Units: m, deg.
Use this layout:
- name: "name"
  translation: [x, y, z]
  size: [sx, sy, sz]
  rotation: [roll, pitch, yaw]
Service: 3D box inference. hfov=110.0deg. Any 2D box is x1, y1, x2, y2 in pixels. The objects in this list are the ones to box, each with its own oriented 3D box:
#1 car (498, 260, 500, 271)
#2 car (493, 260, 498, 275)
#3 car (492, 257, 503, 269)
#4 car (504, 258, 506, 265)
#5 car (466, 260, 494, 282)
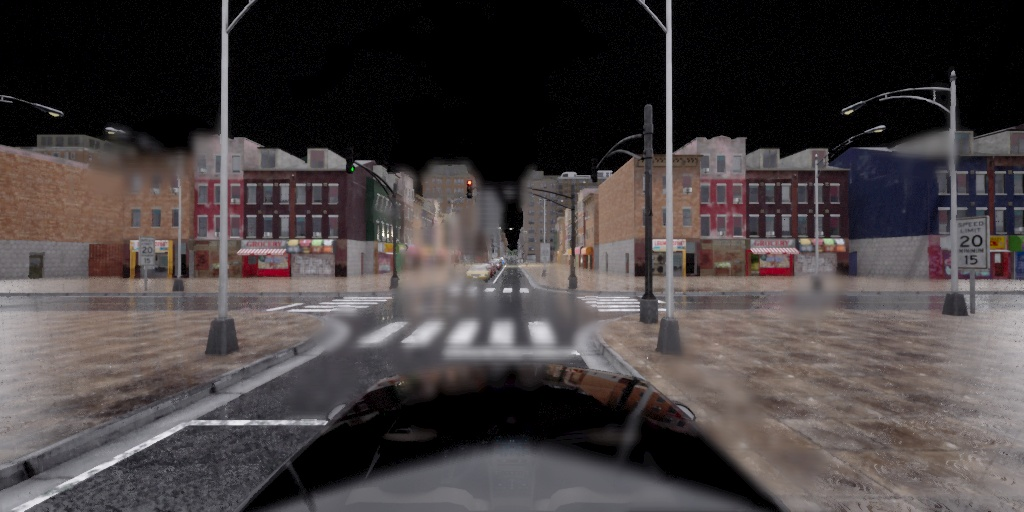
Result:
- name: "car"
  translation: [-2.639, 1.369, 40.091]
  size: [1.802, 1.307, 4.207]
  rotation: [0, 0, 0]
- name: "car"
  translation: [-2.638, 1.322, 34.486]
  size: [1.888, 1.381, 4.507]
  rotation: [0, 0, 0]
- name: "car"
  translation: [-2.640, 1.252, 51.302]
  size: [1.967, 1.591, 4.097]
  rotation: [0, 0, 0]
- name: "car"
  translation: [-2.641, 1.157, 62.512]
  size: [2.192, 1.841, 5.009]
  rotation: [0, 0, 0]
- name: "car"
  translation: [-2.638, 1.294, 28.712]
  size: [1.751, 1.417, 4.829]
  rotation: [0, 0, 0]
